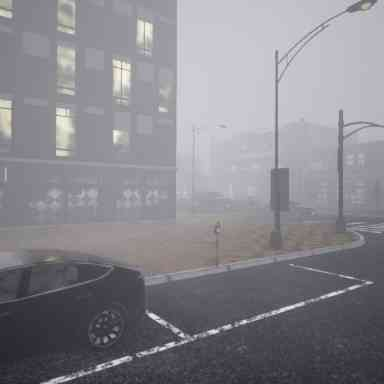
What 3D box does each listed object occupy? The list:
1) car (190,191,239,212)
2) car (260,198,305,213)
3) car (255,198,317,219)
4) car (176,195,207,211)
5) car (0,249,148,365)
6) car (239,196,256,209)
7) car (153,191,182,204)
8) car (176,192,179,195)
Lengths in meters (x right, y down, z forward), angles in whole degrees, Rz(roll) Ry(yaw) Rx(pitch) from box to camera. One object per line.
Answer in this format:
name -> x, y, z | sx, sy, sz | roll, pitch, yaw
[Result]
car -> 1.843, 0.894, 34.512 | 2.150, 2.045, 5.566 | 0, 1, -36
car -> 9.252, 1.340, 34.222 | 1.802, 1.307, 4.206 | 1, 0, -36
car -> 7.653, 1.319, 26.616 | 1.812, 1.442, 4.674 | 0, 0, -36
car -> -0.785, 1.231, 33.721 | 1.802, 1.307, 4.206 | 1, 0, -36
car -> -2.707, 1.566, 4.623 | 4.313, 1.339, 1.947 | 0, 0, -36
car -> 5.966, 1.130, 38.690 | 1.967, 1.590, 4.097 | 1, 0, -36
car -> -3.893, 0.793, 52.088 | 2.192, 1.841, 5.009 | 1, 0, -36
car -> -0.611, 1.101, 47.622 | 2.008, 1.369, 4.403 | 1, 0, -36
